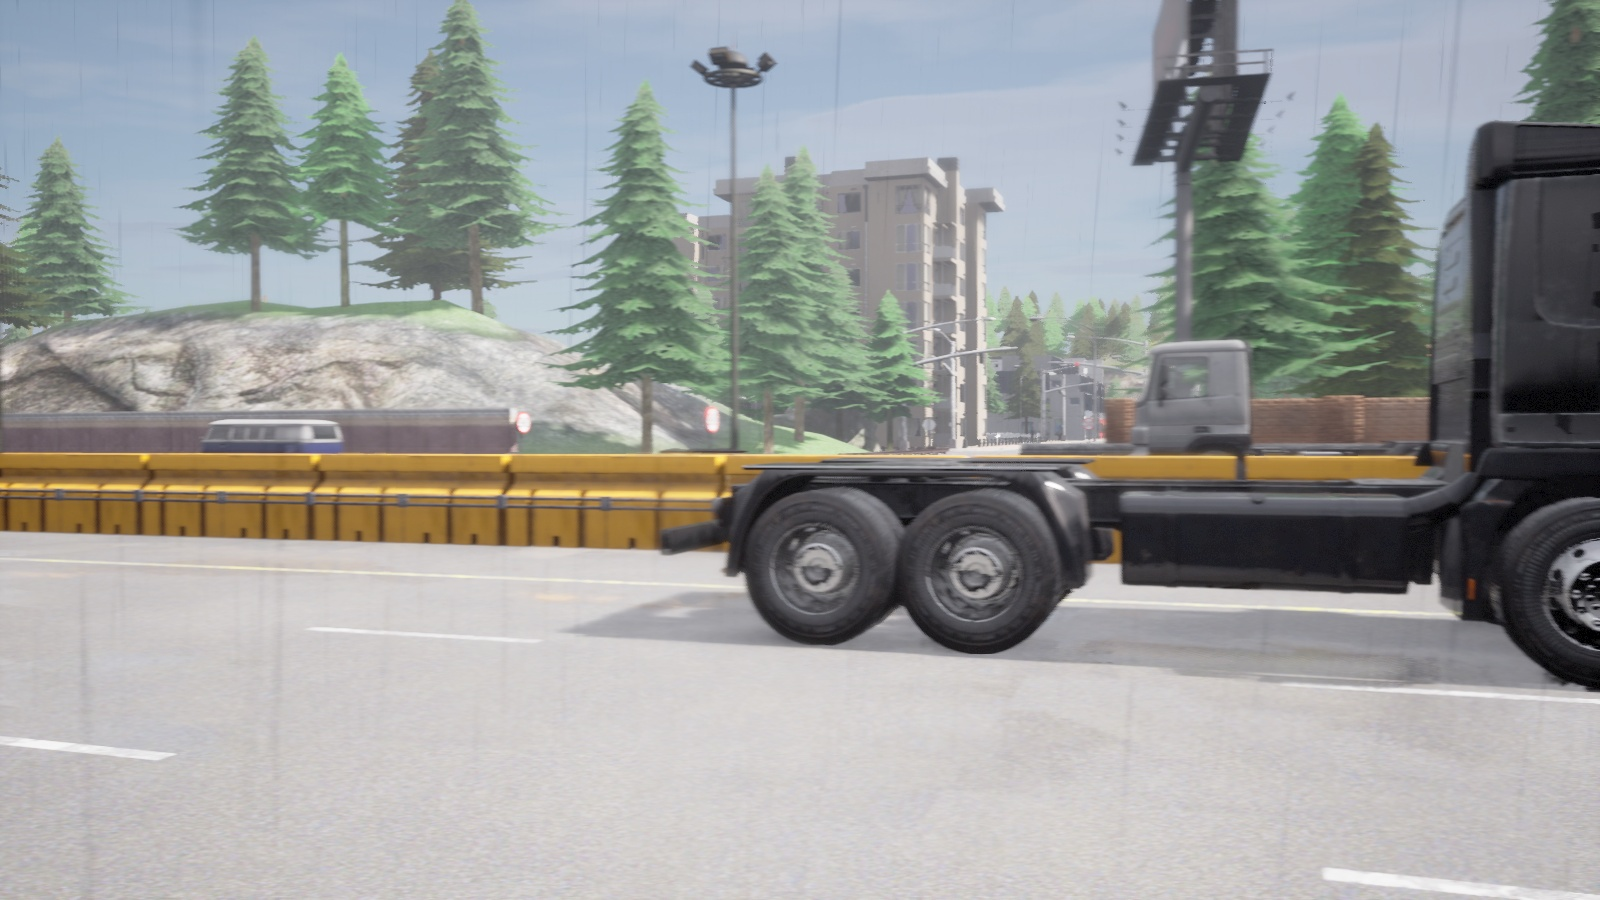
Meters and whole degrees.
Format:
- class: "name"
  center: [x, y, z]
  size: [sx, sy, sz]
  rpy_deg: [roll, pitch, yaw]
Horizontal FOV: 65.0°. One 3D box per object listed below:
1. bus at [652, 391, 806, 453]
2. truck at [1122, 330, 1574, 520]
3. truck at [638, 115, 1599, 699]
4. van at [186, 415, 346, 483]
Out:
- class: "bus"
  center: [-5.107, -1.953, 90.262]
  size: [10.273, 4.253, 3.944]
  rpy_deg: [0, 1, 19]
- class: "truck"
  center: [10.724, -0.504, 25.427]
  size: [7.936, 3.462, 2.891]
  rpy_deg: [1, 1, 19]
- class: "truck"
  center: [3.005, -0.290, 9.562]
  size: [7.936, 3.462, 2.891]
  rpy_deg: [1, 1, 19]
- class: "van"
  center: [-16.241, -0.064, 38.224]
  size: [4.442, 1.987, 1.775]
  rpy_deg: [1, 1, 19]
